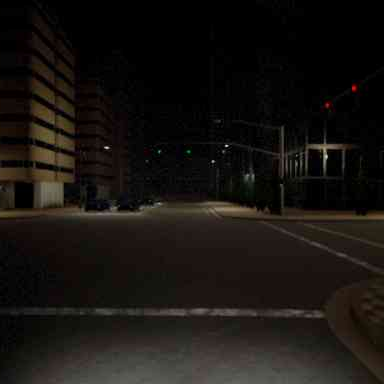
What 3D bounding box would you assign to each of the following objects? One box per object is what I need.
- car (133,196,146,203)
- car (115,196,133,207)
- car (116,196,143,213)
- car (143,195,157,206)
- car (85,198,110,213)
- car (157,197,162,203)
[{"bbox_3d":[-10.671,1.568,68.224,1.895,1.301,4.718,0,0,0],"label":"car"},{"bbox_3d":[-10.717,1.484,52.705,1.837,1.490,4.892,0,1,0],"label":"car"},{"bbox_3d":[-7.189,1.465,37.853,1.882,1.535,5.008,0,0,0],"label":"car"},{"bbox_3d":[-7.217,1.336,52.423,2.097,1.767,4.553,0,0,0],"label":"car"},{"bbox_3d":[-10.689,1.465,37.866,1.882,1.535,5.008,0,0,0],"label":"car"},{"bbox_3d":[-7.172,1.571,68.085,1.895,1.301,4.718,0,0,0],"label":"car"}]
